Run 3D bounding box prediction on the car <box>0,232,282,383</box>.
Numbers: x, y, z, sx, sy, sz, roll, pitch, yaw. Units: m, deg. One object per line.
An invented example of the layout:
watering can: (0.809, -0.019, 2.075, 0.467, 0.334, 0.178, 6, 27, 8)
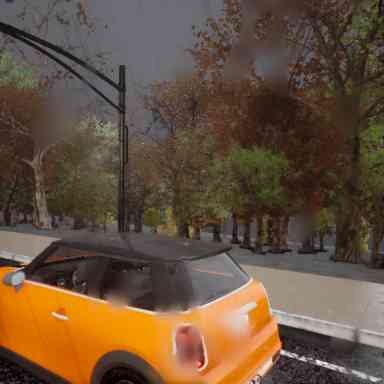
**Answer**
car: (-1.231, 1.351, 4.574, 4.553, 1.767, 2.097, 0, 0, 36)
